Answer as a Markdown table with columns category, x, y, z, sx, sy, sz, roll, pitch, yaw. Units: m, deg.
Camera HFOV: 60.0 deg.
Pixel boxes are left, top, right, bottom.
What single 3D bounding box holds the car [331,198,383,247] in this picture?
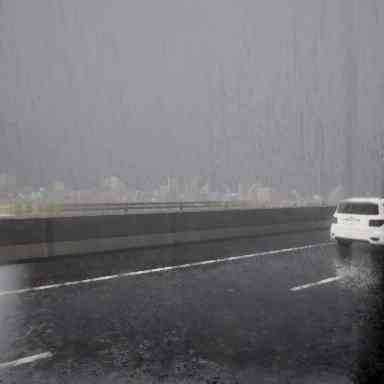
| category | x | y | z | sx | sy | sz | roll | pitch | yaw |
| --- | --- | --- | --- | --- | --- | --- | --- | --- | --- |
| car | 8.109 | 1.269 | 13.875 | 5.566 | 2.045 | 2.150 | 0 | 0 | -35 |
